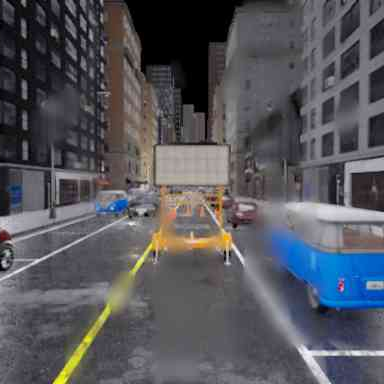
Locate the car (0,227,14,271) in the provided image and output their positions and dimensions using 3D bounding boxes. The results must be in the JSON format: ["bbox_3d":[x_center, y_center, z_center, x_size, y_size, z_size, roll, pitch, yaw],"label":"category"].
[{"bbox_3d":[-5.666,1.275,7.040,1.967,1.590,4.097,0,1,0],"label":"car"}]

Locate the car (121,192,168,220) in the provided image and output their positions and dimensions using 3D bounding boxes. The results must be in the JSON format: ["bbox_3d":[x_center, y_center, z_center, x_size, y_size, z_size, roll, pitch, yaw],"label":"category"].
[{"bbox_3d":[-3.090,0.970,22.660,2.128,1.511,4.902,0,1,0],"label":"car"}]

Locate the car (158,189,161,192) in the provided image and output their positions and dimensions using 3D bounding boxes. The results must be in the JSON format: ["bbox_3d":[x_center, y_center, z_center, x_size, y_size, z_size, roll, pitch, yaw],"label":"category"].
[{"bbox_3d":[-5.653,0.542,45.543,1.802,1.307,4.206,0,1,0],"label":"car"}]

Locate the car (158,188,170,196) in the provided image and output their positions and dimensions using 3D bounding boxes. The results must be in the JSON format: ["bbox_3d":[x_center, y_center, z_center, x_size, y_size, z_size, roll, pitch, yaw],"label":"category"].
[{"bbox_3d":[-5.646,-0.093,67.539,1.967,1.590,4.097,0,1,0],"label":"car"}]

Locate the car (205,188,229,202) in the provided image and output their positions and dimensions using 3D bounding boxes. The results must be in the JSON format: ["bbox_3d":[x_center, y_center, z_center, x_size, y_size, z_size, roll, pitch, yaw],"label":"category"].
[{"bbox_3d":[2.868,0.524,34.533,2.192,1.841,5.009,0,1,0],"label":"car"}]

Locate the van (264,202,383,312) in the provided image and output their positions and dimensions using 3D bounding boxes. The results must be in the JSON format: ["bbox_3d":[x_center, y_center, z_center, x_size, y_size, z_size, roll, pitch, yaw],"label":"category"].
[{"bbox_3d":[2.859,1.177,7.035,1.690,1.788,3.998,0,1,0],"label":"van"}]

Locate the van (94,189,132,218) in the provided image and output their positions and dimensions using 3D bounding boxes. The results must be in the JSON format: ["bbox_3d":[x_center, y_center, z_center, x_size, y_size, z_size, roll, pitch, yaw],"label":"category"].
[{"bbox_3d":[-5.661,0.799,23.538,1.690,1.788,3.998,0,1,0],"label":"van"}]

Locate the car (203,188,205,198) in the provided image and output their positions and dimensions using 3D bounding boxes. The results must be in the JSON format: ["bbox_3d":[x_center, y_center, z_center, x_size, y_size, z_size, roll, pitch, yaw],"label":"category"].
[{"bbox_3d":[2.872,0.400,45.536,1.967,1.590,4.097,0,1,0],"label":"car"}]

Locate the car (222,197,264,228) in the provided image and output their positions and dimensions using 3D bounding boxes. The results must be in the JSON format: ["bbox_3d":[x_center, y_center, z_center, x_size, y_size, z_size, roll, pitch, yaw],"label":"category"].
[{"bbox_3d":[2.863,1.166,18.040,1.802,1.307,4.206,0,1,0],"label":"car"}]

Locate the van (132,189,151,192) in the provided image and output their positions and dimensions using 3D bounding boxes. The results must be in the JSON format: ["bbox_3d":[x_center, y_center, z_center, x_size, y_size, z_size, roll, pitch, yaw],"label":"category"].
[{"bbox_3d":[-5.657,0.549,34.537,1.690,1.788,3.998,0,1,0],"label":"van"}]

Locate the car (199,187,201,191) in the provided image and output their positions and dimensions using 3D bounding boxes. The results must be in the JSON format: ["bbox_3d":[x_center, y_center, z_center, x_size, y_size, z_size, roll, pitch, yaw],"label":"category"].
[{"bbox_3d":[2.879,0.033,67.539,1.947,1.339,4.313,0,1,0],"label":"car"}]

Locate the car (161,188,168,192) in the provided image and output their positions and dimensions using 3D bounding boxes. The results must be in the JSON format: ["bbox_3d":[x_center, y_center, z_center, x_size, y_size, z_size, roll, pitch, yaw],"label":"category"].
[{"bbox_3d":[-5.649,0.278,56.542,1.947,1.339,4.313,0,1,0],"label":"car"}]

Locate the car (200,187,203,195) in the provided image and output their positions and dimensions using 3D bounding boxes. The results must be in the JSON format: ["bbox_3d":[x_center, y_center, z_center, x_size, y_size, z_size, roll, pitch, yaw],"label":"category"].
[{"bbox_3d":[2.876,0.264,56.539,2.008,1.369,4.403,0,1,0],"label":"car"}]

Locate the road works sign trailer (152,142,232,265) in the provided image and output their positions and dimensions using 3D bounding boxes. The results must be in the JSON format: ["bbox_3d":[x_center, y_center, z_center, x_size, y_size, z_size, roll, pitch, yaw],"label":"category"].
[{"bbox_3d":[0.005,0.216,10.693,2.380,3.560,2.880,0,1,0],"label":"road works sign trailer"}]

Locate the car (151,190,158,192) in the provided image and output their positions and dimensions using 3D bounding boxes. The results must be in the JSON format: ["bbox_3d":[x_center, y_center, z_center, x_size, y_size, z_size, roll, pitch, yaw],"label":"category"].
[{"bbox_3d":[-5.655,0.650,40.042,1.947,1.339,4.313,0,1,0],"label":"car"}]

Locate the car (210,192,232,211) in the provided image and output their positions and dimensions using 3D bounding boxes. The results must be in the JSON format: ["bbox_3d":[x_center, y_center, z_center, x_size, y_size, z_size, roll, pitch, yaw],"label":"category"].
[{"bbox_3d":[2.867,0.915,29.039,1.802,1.307,4.206,0,1,0],"label":"car"}]

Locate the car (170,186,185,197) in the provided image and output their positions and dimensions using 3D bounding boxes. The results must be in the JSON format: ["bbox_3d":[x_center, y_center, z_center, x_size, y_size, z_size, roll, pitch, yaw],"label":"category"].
[{"bbox_3d":[-3.010,-0.246,63.546,2.150,2.045,5.566,0,1,1],"label":"car"}]
